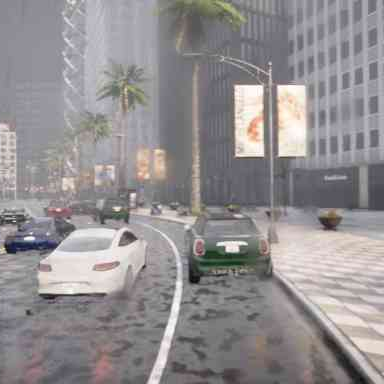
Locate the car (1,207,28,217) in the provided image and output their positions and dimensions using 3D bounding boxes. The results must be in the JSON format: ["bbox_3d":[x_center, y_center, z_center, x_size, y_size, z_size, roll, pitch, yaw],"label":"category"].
[{"bbox_3d":[-14.498,1.930,27.218,1.895,1.301,4.718,-1,0,-28],"label":"car"}]

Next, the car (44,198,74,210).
[{"bbox_3d":[-12.807,1.678,31.515,2.097,1.767,4.553,-1,0,-27],"label":"car"}]

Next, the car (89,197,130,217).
[{"bbox_3d":[-6.633,1.439,26.888,2.150,2.045,5.566,-1,0,-25],"label":"car"}]

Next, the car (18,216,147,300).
[{"bbox_3d":[-2.277,1.597,8.496,1.812,1.442,4.674,-1,0,0],"label":"car"}]

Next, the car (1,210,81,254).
[{"bbox_3d":[-6.344,1.720,14.383,1.994,1.385,4.181,-1,0,-8],"label":"car"}]

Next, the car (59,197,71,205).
[{"bbox_3d":[-29.818,2.133,77.976,2.185,1.767,4.553,-1,0,-28],"label":"car"}]

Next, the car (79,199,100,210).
[{"bbox_3d":[-16.137,1.948,51.981,2.231,1.521,4.892,-1,0,-28],"label":"car"}]

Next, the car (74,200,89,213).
[{"bbox_3d":[-14.805,1.912,42.797,1.837,1.490,4.892,-1,0,-28],"label":"car"}]

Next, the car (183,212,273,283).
[{"bbox_3d":[0.850,1.386,10.051,2.097,1.767,4.553,-1,0,-3],"label":"car"}]
